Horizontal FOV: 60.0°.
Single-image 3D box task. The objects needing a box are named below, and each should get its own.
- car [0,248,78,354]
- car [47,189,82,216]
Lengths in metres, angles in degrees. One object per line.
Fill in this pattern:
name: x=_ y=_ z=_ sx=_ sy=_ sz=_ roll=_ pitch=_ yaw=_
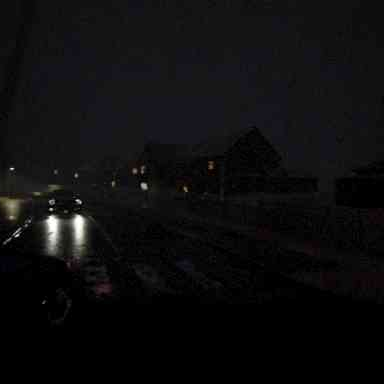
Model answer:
car: x=-3.264 y=1.363 z=3.885 sx=1.994 sy=1.385 sz=4.181 roll=2 pitch=2 yaw=17
car: x=-8.794 y=0.596 z=22.864 sx=2.097 sy=1.767 sz=4.553 roll=1 pitch=1 yaw=-24
